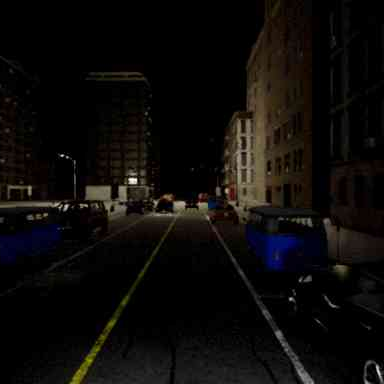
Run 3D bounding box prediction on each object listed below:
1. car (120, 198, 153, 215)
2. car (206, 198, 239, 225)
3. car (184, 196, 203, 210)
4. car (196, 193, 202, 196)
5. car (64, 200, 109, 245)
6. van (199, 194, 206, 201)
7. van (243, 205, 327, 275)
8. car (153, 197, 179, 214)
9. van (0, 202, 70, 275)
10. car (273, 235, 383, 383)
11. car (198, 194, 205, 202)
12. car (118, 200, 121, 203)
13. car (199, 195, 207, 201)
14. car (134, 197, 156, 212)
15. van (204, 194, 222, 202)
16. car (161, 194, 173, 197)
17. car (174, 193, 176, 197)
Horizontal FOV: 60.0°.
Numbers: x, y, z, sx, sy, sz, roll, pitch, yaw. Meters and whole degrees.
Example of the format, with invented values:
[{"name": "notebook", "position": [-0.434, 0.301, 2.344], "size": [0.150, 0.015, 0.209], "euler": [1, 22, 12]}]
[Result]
[{"name": "car", "position": [-5.392, 1.542, 32.837], "size": [2.008, 1.369, 4.403], "euler": [0, 0, 0]}, {"name": "car", "position": [2.222, 1.452, 24.106], "size": [1.801, 1.575, 5.366], "euler": [0, 0, 0]}, {"name": "car", "position": [-0.006, 1.534, 42.190], "size": [2.033, 1.411, 5.357], "euler": [0, 0, 0]}, {"name": "car", "position": [2.628, 1.287, 70.807], "size": [2.192, 1.841, 5.009], "euler": [0, 0, 0]}, {"name": "car", "position": [-5.390, 1.312, 15.797], "size": [2.192, 1.841, 5.009], "euler": [0, 0, 0]}, {"name": "van", "position": [2.627, 1.302, 87.037], "size": [1.690, 1.788, 3.998], "euler": [0, 0, 0]}, {"name": "van", "position": [2.636, 1.339, 10.118], "size": [1.690, 1.788, 3.998], "euler": [0, 0, 0]}, {"name": "car", "position": [-2.826, 1.538, 36.003], "size": [2.033, 1.411, 5.357], "euler": [0, 0, 0]}, {"name": "van", "position": [-5.390, 1.339, 10.117], "size": [1.690, 1.788, 3.998], "euler": [0, 0, 0]}, {"name": "car", "position": [2.636, 1.565, 4.438], "size": [1.947, 1.339, 4.313], "euler": [0, 0, 0]}, {"name": "car", "position": [2.629, 1.519, 65.398], "size": [1.887, 1.381, 4.507], "euler": [0, 0, 0]}, {"name": "car", "position": [-9.454, 1.540, 53.501], "size": [4.718, 1.301, 1.895], "euler": [0, 0, 8]}, {"name": "car", "position": [2.627, 1.509, 81.627], "size": [1.887, 1.381, 4.507], "euler": [0, 0, 0]}, {"name": "car", "position": [-5.393, 1.429, 38.517], "size": [1.967, 1.590, 4.097], "euler": [0, 0, 0]}, {"name": "van", "position": [2.632, 1.330, 38.518], "size": [1.690, 1.788, 3.998], "euler": [0, 0, 0]}, {"name": "car", "position": [-5.396, 1.414, 65.397], "size": [1.967, 1.590, 4.097], "euler": [0, 0, 0]}, {"name": "car", "position": [-5.397, 1.283, 76.216], "size": [2.192, 1.841, 5.009], "euler": [0, 0, 0]}]
